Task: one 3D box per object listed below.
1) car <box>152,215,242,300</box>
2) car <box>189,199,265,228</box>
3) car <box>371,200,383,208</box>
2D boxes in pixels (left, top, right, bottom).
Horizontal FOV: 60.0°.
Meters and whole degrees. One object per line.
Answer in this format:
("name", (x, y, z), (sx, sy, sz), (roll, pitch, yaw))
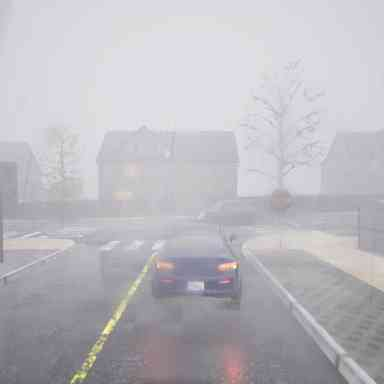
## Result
("car", (0.170, 1.525, 8.276), (1.812, 1.442, 4.674), (0, 0, 3))
("car", (1.956, 1.263, 19.684), (4.553, 1.767, 2.097), (-2, 1, -21))
("car", (14.610, 0.811, 21.420), (5.566, 2.045, 2.150), (-1, 1, 1))
